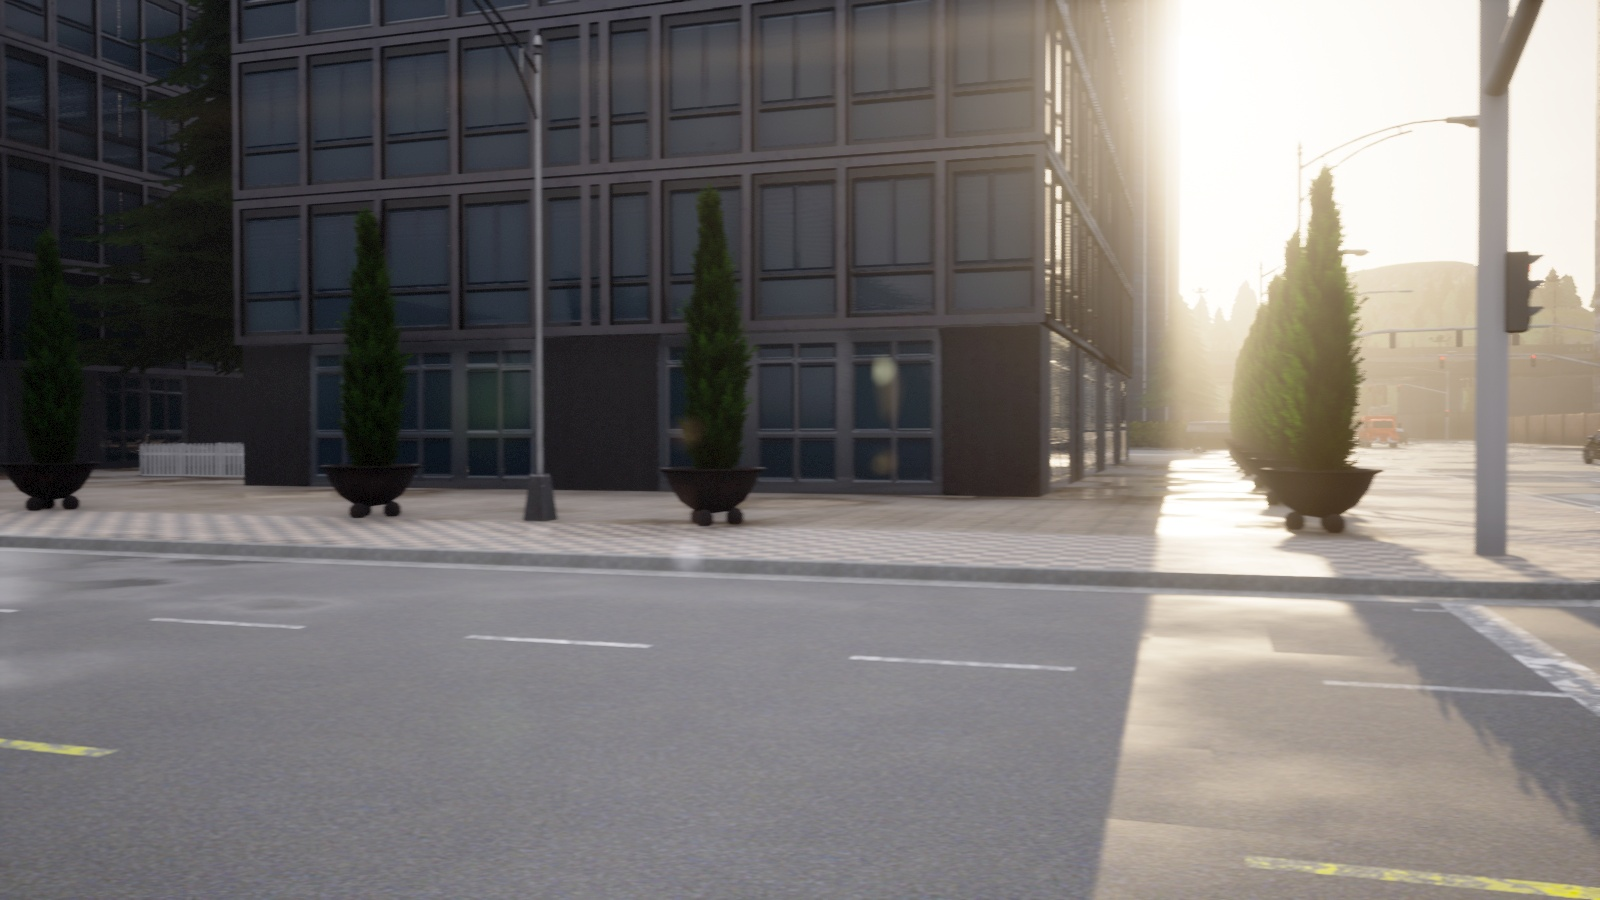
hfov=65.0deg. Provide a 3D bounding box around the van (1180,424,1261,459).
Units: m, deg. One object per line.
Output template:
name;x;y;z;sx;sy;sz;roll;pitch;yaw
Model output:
van;24.446;-0.537;73.051;4.442;1.987;1.775;0;1;19

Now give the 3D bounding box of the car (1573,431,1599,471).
car;33.670;0.024;52.046;1.851;1.617;3.988;1;1;18

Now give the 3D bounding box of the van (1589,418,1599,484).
van;25.262;0.069;37.240;2.069;2.038;4.480;1;1;18
